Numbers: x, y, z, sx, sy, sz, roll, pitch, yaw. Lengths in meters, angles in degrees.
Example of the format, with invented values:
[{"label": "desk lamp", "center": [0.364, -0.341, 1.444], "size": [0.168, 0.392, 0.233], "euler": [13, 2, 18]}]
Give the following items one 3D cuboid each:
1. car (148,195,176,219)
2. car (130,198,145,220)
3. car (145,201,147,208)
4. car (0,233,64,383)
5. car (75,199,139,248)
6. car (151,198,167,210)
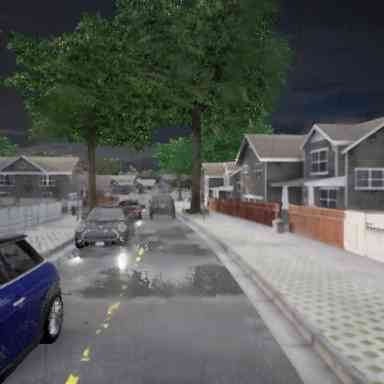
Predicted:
[{"label": "car", "center": [-2.652, 1.264, 29.424], "size": [2.150, 2.045, 5.566], "euler": [0, 0, -7]}, {"label": "car", "center": [-5.317, 1.405, 28.389], "size": [2.097, 1.767, 4.553], "euler": [0, 0, -8]}, {"label": "car", "center": [-7.422, 1.622, 46.519], "size": [1.837, 1.490, 4.892], "euler": [0, 0, -5]}, {"label": "car", "center": [-3.024, 1.365, 3.374], "size": [2.097, 1.767, 4.553], "euler": [0, 0, -2]}, {"label": "car", "center": [-3.716, 1.384, 14.895], "size": [2.097, 1.767, 4.553], "euler": [0, 0, -5]}, {"label": "car", "center": [-4.419, 1.563, 44.967], "size": [2.128, 1.511, 4.902], "euler": [0, 0, -5]}]
